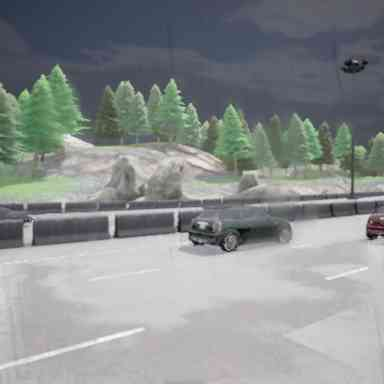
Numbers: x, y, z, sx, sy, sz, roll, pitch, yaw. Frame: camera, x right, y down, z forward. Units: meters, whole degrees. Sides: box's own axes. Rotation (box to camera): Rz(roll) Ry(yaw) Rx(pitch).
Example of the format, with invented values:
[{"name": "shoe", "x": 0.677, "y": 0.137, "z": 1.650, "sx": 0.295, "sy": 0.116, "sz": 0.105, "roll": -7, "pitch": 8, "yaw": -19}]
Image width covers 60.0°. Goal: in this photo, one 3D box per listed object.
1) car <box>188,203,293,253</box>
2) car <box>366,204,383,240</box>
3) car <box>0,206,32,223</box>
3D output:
[{"name": "car", "x": 2.124, "y": 1.314, "z": 13.875, "sx": 4.553, "sy": 1.767, "sz": 2.097, "roll": -1, "pitch": 0, "yaw": -36}, {"name": "car", "x": 9.965, "y": 1.257, "z": 15.182, "sx": 4.553, "sy": 1.767, "sz": 2.097, "roll": -1, "pitch": 0, "yaw": -36}, {"name": "car", "x": -12.925, "y": 1.561, "z": 20.566, "sx": 5.357, "sy": 1.411, "sz": 2.033, "roll": 0, "pitch": 0, "yaw": -36}]
